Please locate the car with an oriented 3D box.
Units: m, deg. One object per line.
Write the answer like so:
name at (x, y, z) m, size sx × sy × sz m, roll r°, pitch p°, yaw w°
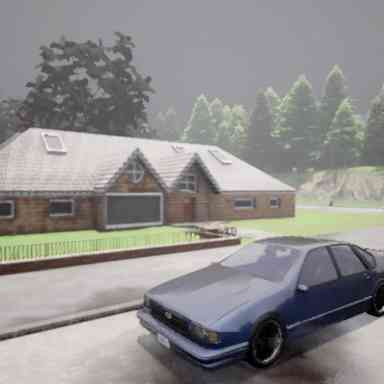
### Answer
car at (1.792, 1.536, 5.883) m, size 5.357 × 1.411 × 2.033 m, roll 0°, pitch 0°, yaw -35°
